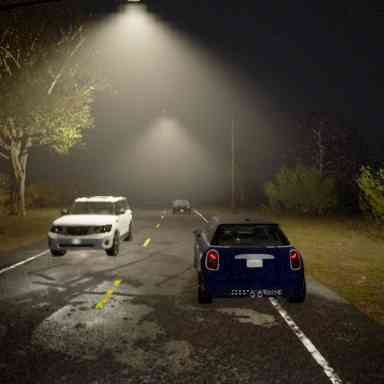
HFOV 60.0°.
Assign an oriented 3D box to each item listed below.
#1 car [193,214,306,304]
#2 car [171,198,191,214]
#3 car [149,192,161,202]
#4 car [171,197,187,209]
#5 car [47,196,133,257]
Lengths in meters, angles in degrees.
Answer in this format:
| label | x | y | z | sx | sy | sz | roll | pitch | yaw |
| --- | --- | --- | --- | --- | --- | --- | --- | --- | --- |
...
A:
| label | x | y | z | sx | sy | sz | roll | pitch | yaw |
| --- | --- | --- | --- | --- | --- | --- | --- | --- | --- |
| car | 1.129 | 1.346 | 8.337 | 2.097 | 1.767 | 4.553 | 0 | 0 | -1 |
| car | -1.109 | 1.547 | 35.070 | 1.895 | 1.301 | 4.718 | 0 | 0 | -3 |
| car | -8.047 | 1.043 | 71.954 | 2.150 | 2.045 | 5.566 | 0 | 0 | -7 |
| car | -1.843 | 1.484 | 45.335 | 1.994 | 1.385 | 4.181 | 0 | 0 | -5 |
| car | -3.747 | 1.212 | 13.317 | 2.150 | 2.045 | 5.566 | 0 | 0 | -2 |
